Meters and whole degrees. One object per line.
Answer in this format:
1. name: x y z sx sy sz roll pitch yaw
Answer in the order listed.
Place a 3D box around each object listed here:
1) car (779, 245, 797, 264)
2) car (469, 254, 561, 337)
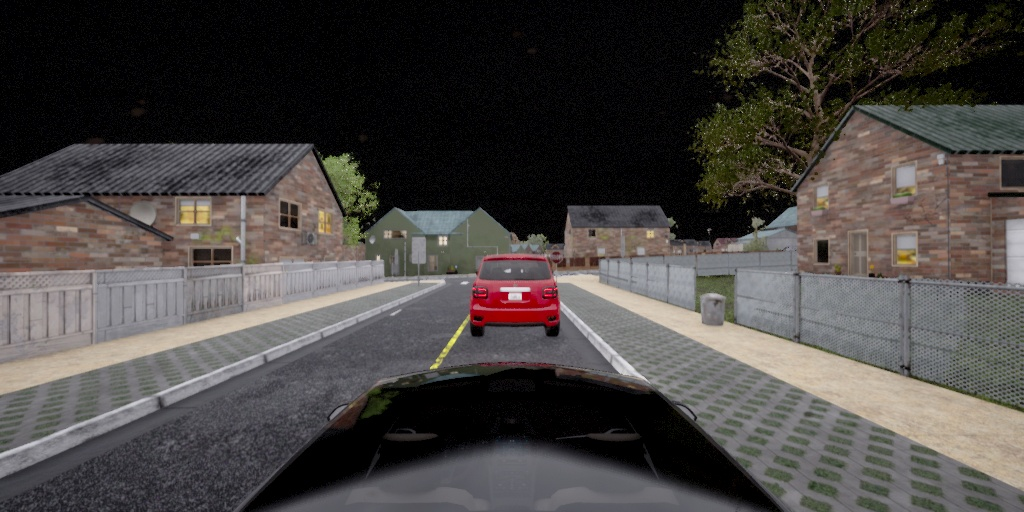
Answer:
1. car: 26.918 -0.050 33.736 5.566 2.045 2.150 -2 0 0
2. car: 0.076 0.970 10.427 2.150 2.045 5.566 0 0 0
